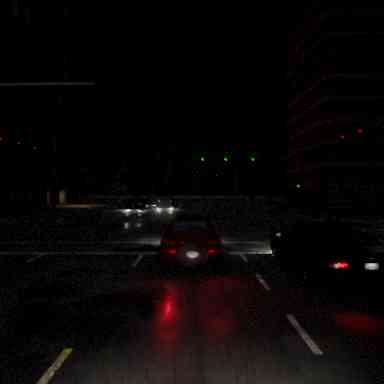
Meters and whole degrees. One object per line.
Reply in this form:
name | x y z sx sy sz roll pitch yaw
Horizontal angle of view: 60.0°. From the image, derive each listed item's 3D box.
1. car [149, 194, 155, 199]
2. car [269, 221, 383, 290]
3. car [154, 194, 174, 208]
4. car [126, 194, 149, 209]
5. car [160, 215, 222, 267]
car | -7.016 0.996 57.827 1.812 1.442 4.674 0 0 0
car | 3.582 1.518 9.128 2.033 1.411 5.357 0 0 0
car | -3.580 1.207 46.107 2.097 1.767 4.553 0 0 0
car | -7.099 1.370 42.375 1.837 1.490 4.892 0 1 0
car | -0.101 1.490 11.131 1.812 1.442 4.674 0 0 -3
